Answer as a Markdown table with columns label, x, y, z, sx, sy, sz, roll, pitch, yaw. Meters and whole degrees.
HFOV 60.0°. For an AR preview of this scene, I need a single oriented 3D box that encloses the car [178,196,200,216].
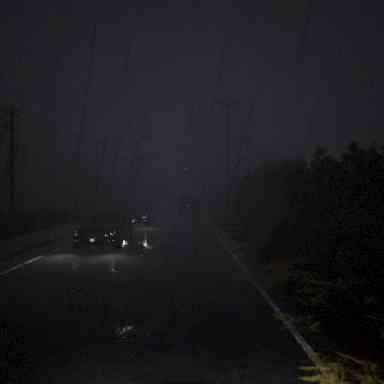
| label | x | y | z | sx | sy | sz | roll | pitch | yaw |
| --- | --- | --- | --- | --- | --- | --- | --- | --- | --- |
| car | -0.316 | 1.487 | 36.635 | 2.150 | 2.045 | 5.566 | 0 | 0 | 1 |

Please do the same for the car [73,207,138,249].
| label | x | y | z | sx | sy | sz | roll | pitch | yaw |
| --- | --- | --- | --- | --- | --- | --- | --- | --- | --- |
| car | -3.853 | 1.617 | 15.145 | 1.837 | 1.490 | 4.892 | 0 | -1 | -1 |

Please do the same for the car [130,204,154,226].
| label | x | y | z | sx | sy | sz | roll | pitch | yaw |
| --- | --- | --- | --- | --- | --- | --- | --- | --- | --- |
| car | -3.963 | 1.689 | 25.199 | 1.837 | 1.490 | 4.892 | 0 | 0 | -1 |
